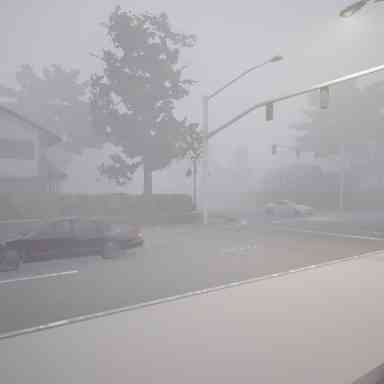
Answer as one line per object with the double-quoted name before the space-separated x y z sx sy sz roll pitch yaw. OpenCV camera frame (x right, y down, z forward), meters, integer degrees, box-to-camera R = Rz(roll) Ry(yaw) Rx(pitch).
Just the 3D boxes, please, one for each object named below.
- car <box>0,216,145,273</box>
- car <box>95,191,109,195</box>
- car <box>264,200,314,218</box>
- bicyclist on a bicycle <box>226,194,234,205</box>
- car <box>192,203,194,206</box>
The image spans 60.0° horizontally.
"car" -4.227 1.520 10.790 5.357 1.411 2.033 0 0 -36
"car" -20.436 0.855 75.241 2.150 2.045 5.566 0 0 -36
"car" 8.620 1.452 29.914 1.812 1.442 4.674 0 0 -38
"bicyclist on a bicycle" 5.885 1.176 51.080 1.656 1.620 0.582 0 0 -36
"car" -1.926 1.436 44.008 2.033 1.411 5.357 0 0 -36
